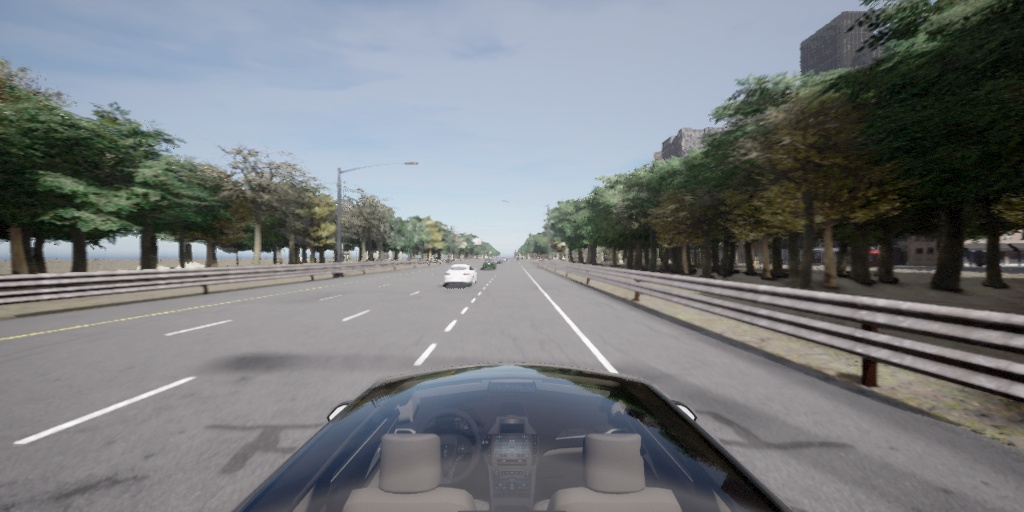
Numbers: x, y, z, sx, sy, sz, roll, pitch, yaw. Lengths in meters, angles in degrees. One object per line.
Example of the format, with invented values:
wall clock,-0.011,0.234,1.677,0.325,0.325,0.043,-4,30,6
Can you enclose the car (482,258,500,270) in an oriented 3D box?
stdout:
car,-3.375,1.155,55.035,2.097,1.767,4.553,0,0,0

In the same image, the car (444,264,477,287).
car,-3.481,1.295,24.712,1.812,1.442,4.674,0,0,0
